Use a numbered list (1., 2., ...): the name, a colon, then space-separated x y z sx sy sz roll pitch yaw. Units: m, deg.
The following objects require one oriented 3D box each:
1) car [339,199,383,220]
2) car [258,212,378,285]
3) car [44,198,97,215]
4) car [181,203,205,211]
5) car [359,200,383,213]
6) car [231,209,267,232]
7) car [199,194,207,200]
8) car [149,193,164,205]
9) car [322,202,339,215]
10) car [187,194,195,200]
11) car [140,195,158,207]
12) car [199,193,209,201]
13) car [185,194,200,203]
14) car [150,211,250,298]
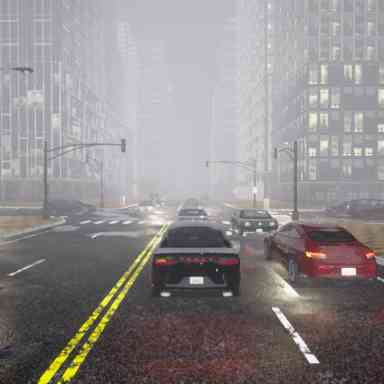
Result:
1. car: 16.115 1.519 29.213 5.009 1.841 2.192 1 0 1
2. car: 3.323 1.521 9.355 1.812 1.442 4.674 0 0 0
3. car: -11.873 1.411 32.633 4.892 1.490 1.837 0 1 -7
4. car: 0.044 1.538 18.412 2.033 1.411 5.357 0 0 0
5. car: 21.699 1.643 37.516 4.829 1.417 1.752 1 0 1
6. car: 3.296 1.591 18.474 1.895 1.301 4.718 0 0 0
7. car: 2.984 1.267 90.381 2.128 1.511 4.902 0 0 0
8. car: -6.752 1.175 59.720 2.150 2.045 5.566 0 0 0
9. car: 16.196 1.637 35.002 4.674 1.442 1.812 1 1 1
10. car: -0.266 1.387 90.373 1.882 1.535 5.008 0 0 0
11. car: -6.740 1.528 50.687 1.994 1.385 4.181 0 0 0
12. car: 3.015 1.143 79.993 2.150 2.045 5.566 0 0 0
13. car: -0.097 1.523 55.290 1.994 1.385 4.181 0 0 0
14. car: 0.071 1.474 8.591 1.882 1.535 5.008 0 0 0
